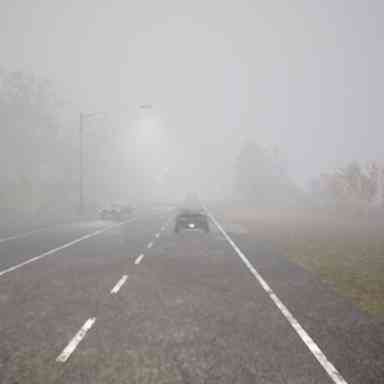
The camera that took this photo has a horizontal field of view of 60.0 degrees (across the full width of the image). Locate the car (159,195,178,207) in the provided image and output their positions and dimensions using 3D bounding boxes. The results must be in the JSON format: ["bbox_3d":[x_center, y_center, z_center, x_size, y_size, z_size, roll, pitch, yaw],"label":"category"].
[{"bbox_3d":[-3.751,1.509,50.709,1.895,1.301,4.718,0,0,4],"label":"car"}]

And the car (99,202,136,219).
[{"bbox_3d":[-6.313,1.564,28.461,1.895,1.301,4.718,0,0,6],"label":"car"}]

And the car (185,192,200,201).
[{"bbox_3d":[-0.020,1.096,62.119,2.150,2.045,5.566,0,0,0],"label":"car"}]

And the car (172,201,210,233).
[{"bbox_3d":[-0.005,1.484,19.710,1.837,1.490,4.892,0,0,0],"label":"car"}]
